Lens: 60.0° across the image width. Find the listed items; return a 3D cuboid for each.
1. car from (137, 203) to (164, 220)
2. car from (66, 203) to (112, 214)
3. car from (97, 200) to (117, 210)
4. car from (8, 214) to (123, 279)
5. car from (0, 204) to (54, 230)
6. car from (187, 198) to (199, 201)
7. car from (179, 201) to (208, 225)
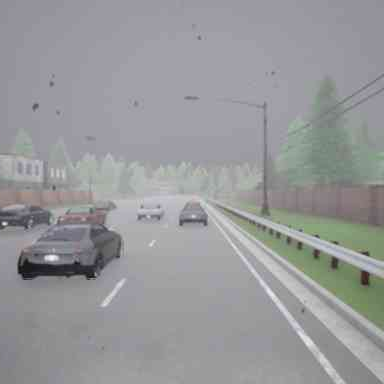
[{"bbox_3d":[-3.408,1.621,28.270,1.895,1.301,4.718,0,0,0],"label":"car"},{"bbox_3d":[-6.908,1.617,21.608,1.895,1.301,4.718,0,0,0],"label":"car"},{"bbox_3d":[-10.413,1.593,39.859,1.994,1.385,4.181,0,0,0],"label":"car"},{"bbox_3d":[-3.403,1.571,10.068,1.994,1.385,4.181,0,0,0],"label":"car"},{"bbox_3d":[-10.406,1.520,20.974,1.837,1.490,4.892,0,0,0],"label":"car"},{"bbox_3d":[0.085,1.507,41.812,1.882,1.535,5.008,0,0,0],"label":"car"},{"bbox_3d":[0.091,1.581,23.957,1.994,1.385,4.181,0,0,0],"label":"car"}]
